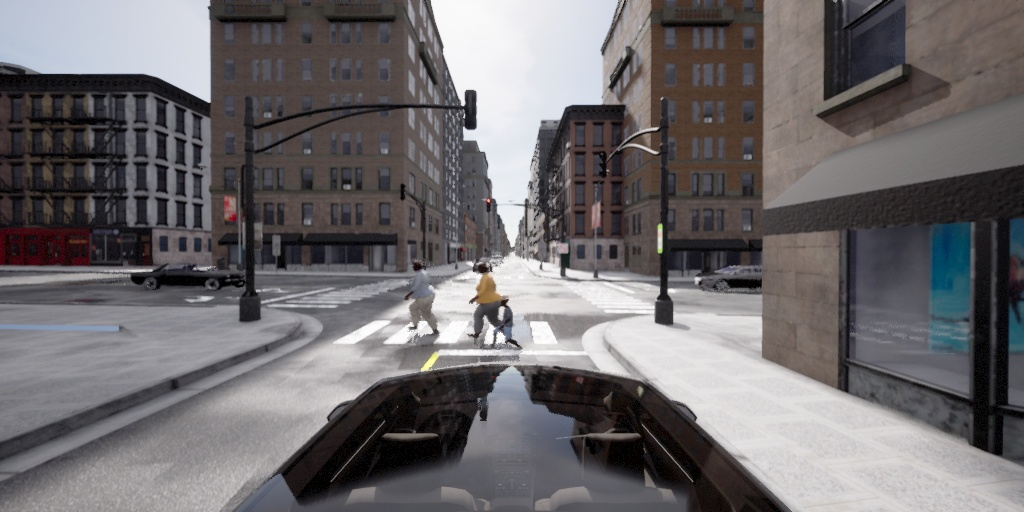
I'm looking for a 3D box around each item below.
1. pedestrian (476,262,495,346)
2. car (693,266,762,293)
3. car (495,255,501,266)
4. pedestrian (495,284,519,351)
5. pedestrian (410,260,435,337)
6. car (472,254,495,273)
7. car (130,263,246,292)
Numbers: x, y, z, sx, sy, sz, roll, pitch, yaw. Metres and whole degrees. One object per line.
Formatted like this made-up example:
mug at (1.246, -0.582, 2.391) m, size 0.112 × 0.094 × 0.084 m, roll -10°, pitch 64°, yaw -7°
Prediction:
pedestrian at (-0.548, 0.988, 8.032) m, size 0.375 × 1.860 × 0.375 m, roll 0°, pitch 1°, yaw 0°
car at (13.252, 1.311, 20.928) m, size 4.902 × 1.511 × 2.128 m, roll 1°, pitch 1°, yaw 0°
car at (-2.999, 0.882, 53.663) m, size 1.895 × 1.301 × 4.718 m, roll 0°, pitch 1°, yaw 0°
pedestrian at (-0.094, 0.994, 7.380) m, size 0.375 × 1.860 × 0.375 m, roll 0°, pitch 1°, yaw 0°
pedestrian at (-2.151, 0.975, 8.634) m, size 0.375 × 1.860 × 0.375 m, roll 0°, pitch 1°, yaw 0°
car at (-3.068, 0.926, 37.905) m, size 1.837 × 1.490 × 4.892 m, roll 0°, pitch 2°, yaw 0°
car at (-15.477, 0.990, 17.586) m, size 4.718 × 1.301 × 1.895 m, roll 1°, pitch 1°, yaw 0°
